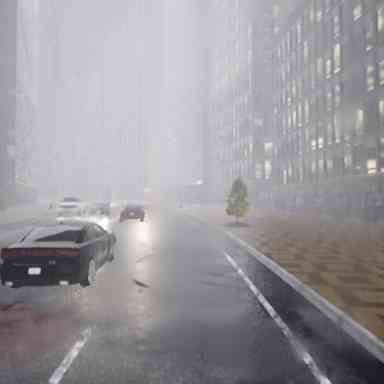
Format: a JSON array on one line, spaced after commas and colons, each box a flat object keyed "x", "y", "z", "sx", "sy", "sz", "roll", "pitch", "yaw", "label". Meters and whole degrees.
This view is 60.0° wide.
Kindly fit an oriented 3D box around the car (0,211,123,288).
[{"x": -3.446, "y": 1.543, "z": 9.543, "sx": 1.882, "sy": 1.535, "sz": 5.008, "roll": 0, "pitch": 0, "yaw": -2, "label": "car"}]

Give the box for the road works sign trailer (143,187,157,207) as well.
[{"x": -7.494, "y": 0.848, "z": 58.845, "sx": 2.380, "sy": 3.560, "sz": 2.880, "roll": 0, "pitch": 0, "yaw": -16, "label": "road works sign trailer"}]

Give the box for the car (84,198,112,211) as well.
[{"x": -9.307, "y": 1.706, "z": 34.136, "sx": 2.128, "sy": 1.511, "sz": 4.902, "roll": 0, "pitch": 0, "yaw": -9, "label": "car"}]

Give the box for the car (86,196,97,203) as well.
[{"x": -22.697, "y": 1.592, "z": 75.277, "sx": 2.128, "sy": 1.511, "sz": 4.902, "roll": 0, "pitch": 0, "yaw": -19, "label": "car"}]

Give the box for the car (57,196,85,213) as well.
[{"x": -12.853, "y": 1.444, "z": 35.887, "sx": 2.150, "sy": 2.045, "sz": 5.566, "roll": 0, "pitch": 0, "yaw": -9, "label": "car"}]

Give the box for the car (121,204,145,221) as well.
[{"x": -5.102, "y": 1.748, "z": 28.797, "sx": 1.994, "sy": 1.385, "sz": 4.181, "roll": 0, "pitch": 0, "yaw": -7, "label": "car"}]
